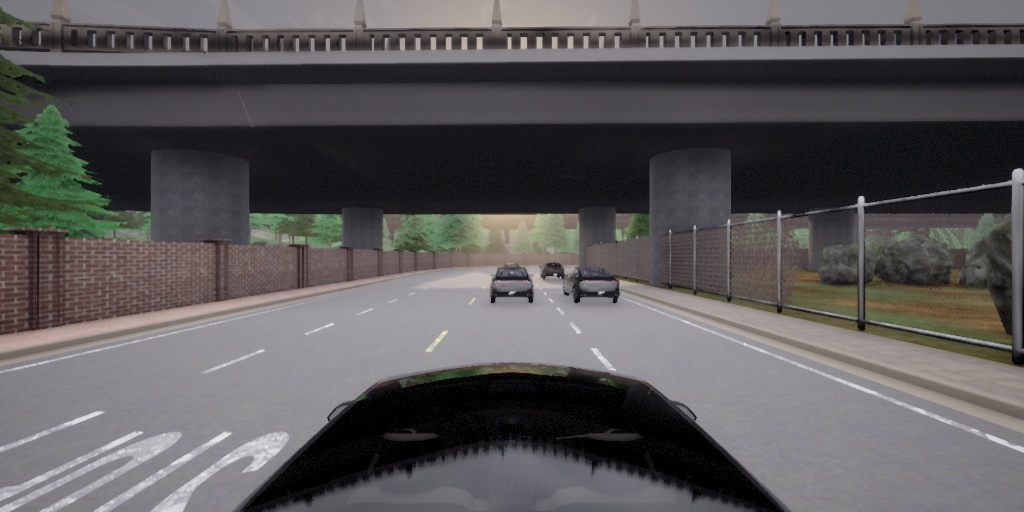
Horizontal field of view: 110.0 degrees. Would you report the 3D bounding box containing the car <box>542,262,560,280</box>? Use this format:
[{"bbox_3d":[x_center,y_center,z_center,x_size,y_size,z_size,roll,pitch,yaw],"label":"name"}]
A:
[{"bbox_3d":[3.500,1.264,31.500,1.837,1.490,4.892,0,0,0],"label":"car"}]

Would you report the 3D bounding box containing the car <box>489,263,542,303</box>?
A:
[{"bbox_3d":[0.000,1.242,16.500,2.128,1.511,4.902,0,0,0],"label":"car"}]

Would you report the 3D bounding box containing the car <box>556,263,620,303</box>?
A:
[{"bbox_3d":[3.500,1.242,16.500,2.128,1.511,4.902,0,0,0],"label":"car"}]
